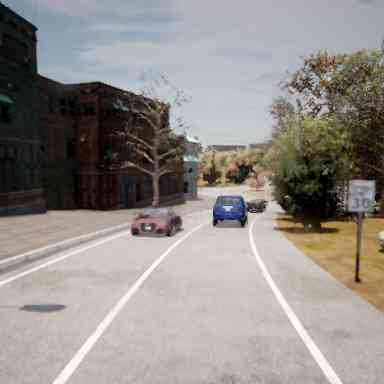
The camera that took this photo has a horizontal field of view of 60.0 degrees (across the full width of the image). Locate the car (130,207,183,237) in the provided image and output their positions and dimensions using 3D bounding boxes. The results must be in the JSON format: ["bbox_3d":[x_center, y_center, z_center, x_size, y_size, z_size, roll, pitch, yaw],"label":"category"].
[{"bbox_3d":[-1.769,1.514,17.735,1.994,1.385,4.181,1,0,9],"label":"car"}]

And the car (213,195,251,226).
[{"bbox_3d":[2.857,1.255,23.954,2.150,2.045,5.566,1,0,12],"label":"car"}]

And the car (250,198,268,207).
[{"bbox_3d":[11.757,1.797,58.061,1.895,1.301,4.718,3,2,26],"label":"car"}]

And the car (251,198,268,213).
[{"bbox_3d":[8.067,1.697,41.323,1.837,1.490,4.892,2,0,20],"label":"car"}]
